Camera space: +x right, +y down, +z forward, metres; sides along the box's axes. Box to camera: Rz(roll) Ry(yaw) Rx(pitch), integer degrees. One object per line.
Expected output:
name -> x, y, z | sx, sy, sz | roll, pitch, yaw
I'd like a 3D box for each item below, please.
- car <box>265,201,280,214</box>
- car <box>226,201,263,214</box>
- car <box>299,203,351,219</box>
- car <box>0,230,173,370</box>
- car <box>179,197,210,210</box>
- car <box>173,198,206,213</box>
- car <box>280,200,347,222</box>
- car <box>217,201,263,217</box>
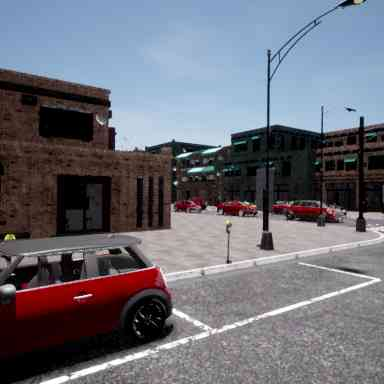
car -> 9.799, 1.739, 37.235 | 1.967, 1.590, 4.097 | 0, -1, -35
car -> 6.537, 1.879, 41.930 | 1.752, 1.417, 4.829 | 0, -1, -35
car -> 12.963, 1.812, 32.676 | 1.947, 1.339, 4.313 | 0, -1, -35
car -> -2.388, 1.441, 4.841 | 4.097, 1.590, 1.967 | 0, 1, -35
car -> 0.304, 1.773, 50.907 | 2.192, 1.841, 5.009 | 0, -1, -35
car -> -0.639, 1.829, 42.130 | 1.812, 1.442, 4.674 | 1, -1, -35
car -> 9.897, 1.479, 27.001 | 2.097, 1.767, 4.553 | 1, -1, -35
car -> 4.637, 1.692, 34.525 | 1.882, 1.535, 5.008 | 1, -1, -35
